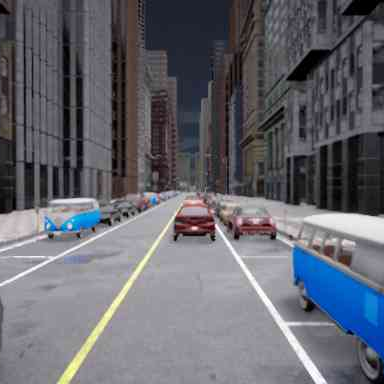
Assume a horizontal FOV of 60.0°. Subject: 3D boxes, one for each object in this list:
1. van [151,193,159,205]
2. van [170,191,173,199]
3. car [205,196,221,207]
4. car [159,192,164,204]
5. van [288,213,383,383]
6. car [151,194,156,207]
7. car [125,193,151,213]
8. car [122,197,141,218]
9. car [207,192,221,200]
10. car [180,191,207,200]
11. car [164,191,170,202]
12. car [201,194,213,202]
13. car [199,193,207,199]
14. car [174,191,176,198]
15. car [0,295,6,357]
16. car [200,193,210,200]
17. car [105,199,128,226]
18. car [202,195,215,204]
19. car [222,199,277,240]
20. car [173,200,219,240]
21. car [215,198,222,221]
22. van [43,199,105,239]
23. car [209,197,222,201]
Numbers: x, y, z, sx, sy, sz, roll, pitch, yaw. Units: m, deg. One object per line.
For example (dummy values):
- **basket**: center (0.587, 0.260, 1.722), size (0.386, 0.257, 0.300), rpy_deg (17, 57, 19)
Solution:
- **van**: center (-5.755, 1.027, 44.483), size (1.690, 1.788, 3.998), rpy_deg (0, 0, 0)
- **van**: center (-5.748, 0.830, 72.665), size (1.690, 1.788, 3.998), rpy_deg (0, 0, 0)
- **car**: center (2.771, 1.252, 44.491), size (1.947, 1.339, 4.313), rpy_deg (0, 0, 0)
- **car**: center (-5.753, 1.087, 50.120), size (1.967, 1.590, 4.097), rpy_deg (0, 0, 0)
- **van**: center (2.760, 1.305, 5.036), size (1.690, 1.788, 3.998), rpy_deg (0, 0, 0)
- **car**: center (-5.756, 1.270, 38.847), size (1.887, 1.381, 4.507), rpy_deg (0, 0, 0)
- **car**: center (-5.758, 1.080, 33.209), size (2.192, 1.841, 5.009), rpy_deg (0, 0, 0)
- **car**: center (-5.758, 1.370, 27.574), size (1.947, 1.339, 4.313), rpy_deg (0, 0, 0)
- **car**: center (2.769, 1.166, 38.854), size (1.967, 1.590, 4.097), rpy_deg (0, 0, 0)
- **car**: center (0.108, 1.114, 33.607), size (2.097, 1.767, 4.553), rpy_deg (0, 0, 0)
- **car**: center (-5.750, 1.008, 61.393), size (1.967, 1.590, 4.097), rpy_deg (0, 0, 0)
- **car**: center (2.775, 1.134, 61.400), size (1.947, 1.339, 4.313), rpy_deg (0, 0, 0)
- **car**: center (2.780, 0.979, 83.944), size (1.947, 1.339, 4.313), rpy_deg (0, 0, 0)
- **car**: center (-5.745, 0.964, 83.939), size (2.008, 1.369, 4.403), rpy_deg (0, 0, 0)
- **car**: center (-3.099, 1.490, 1.954), size (1.837, 1.490, 4.892), rpy_deg (0, 0, 0)
- **car**: center (2.777, 0.930, 72.671), size (1.967, 1.590, 4.097), rpy_deg (0, 0, 0)
- **car**: center (-5.760, 1.410, 21.938), size (1.947, 1.339, 4.313), rpy_deg (0, 0, 0)
- **car**: center (2.774, 1.152, 55.764), size (1.887, 1.381, 4.507), rpy_deg (0, 0, 0)
- **car**: center (2.764, 1.324, 16.310), size (1.967, 1.590, 4.097), rpy_deg (0, 0, 0)
- **car**: center (0.104, 1.361, 16.426), size (1.882, 1.535, 5.008), rpy_deg (0, 0, 0)
- **car**: center (2.765, 1.369, 22.117), size (1.752, 1.417, 4.829), rpy_deg (0, 0, 0)
- **van**: center (-5.762, 1.225, 16.299), size (1.690, 1.788, 3.998), rpy_deg (0, 0, 0)
- **car**: center (2.767, 1.356, 27.583), size (2.008, 1.369, 4.403), rpy_deg (0, 0, 0)
